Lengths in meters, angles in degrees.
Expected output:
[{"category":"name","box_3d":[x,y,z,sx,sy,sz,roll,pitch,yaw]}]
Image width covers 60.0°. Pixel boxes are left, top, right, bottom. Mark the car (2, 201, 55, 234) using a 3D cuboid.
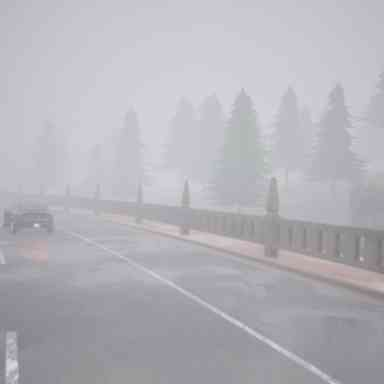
[{"category":"car","box_3d":[-8.545,1.252,17.311,1.837,1.490,4.892,3,0,-36]}]
